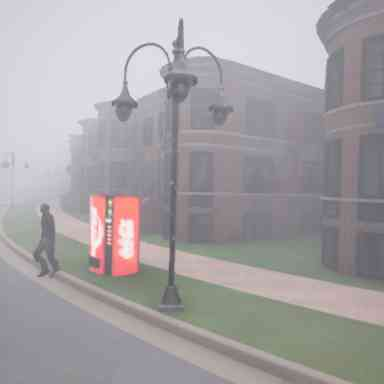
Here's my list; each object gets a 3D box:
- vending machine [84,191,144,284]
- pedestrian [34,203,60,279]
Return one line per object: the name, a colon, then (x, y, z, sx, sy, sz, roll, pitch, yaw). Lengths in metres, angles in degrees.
vending machine: (-1.940, 1.052, 8.301, 1.100, 2.100, 0.880, 1, 1, -44)
pedestrian: (-3.450, 1.120, 7.888, 0.375, 1.860, 0.375, 1, 1, -44)
